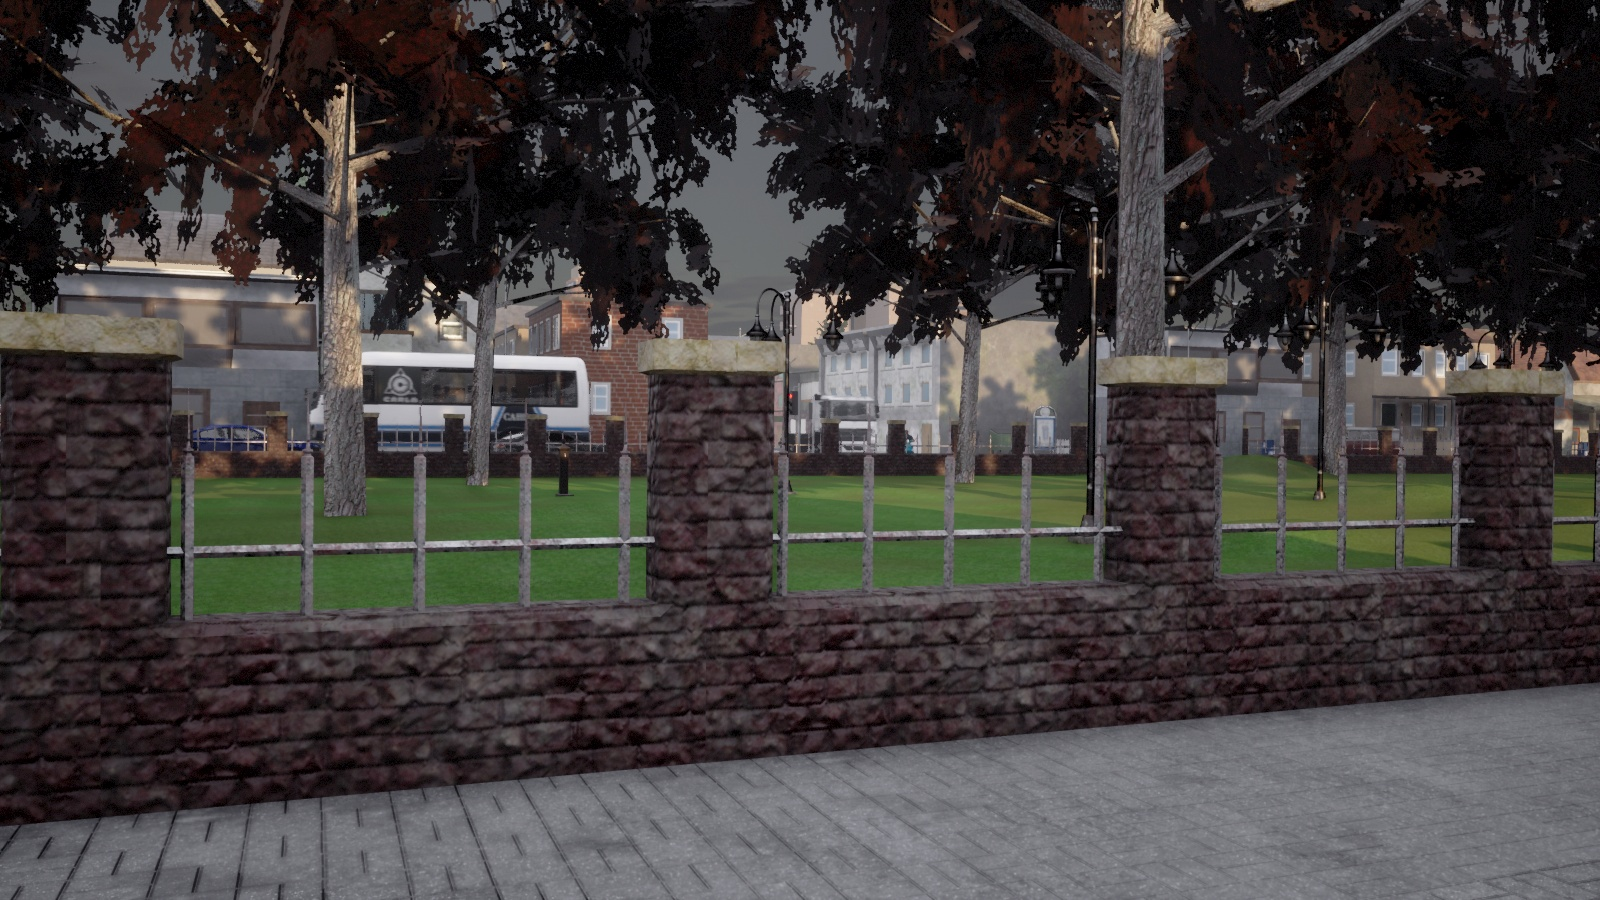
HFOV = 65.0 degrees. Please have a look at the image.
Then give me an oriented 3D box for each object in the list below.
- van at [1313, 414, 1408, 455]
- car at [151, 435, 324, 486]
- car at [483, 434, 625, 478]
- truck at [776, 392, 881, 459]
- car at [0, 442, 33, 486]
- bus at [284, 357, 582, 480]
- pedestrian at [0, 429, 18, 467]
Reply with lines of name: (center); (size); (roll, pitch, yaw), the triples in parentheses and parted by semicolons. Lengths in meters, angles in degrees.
van: (28.271, -0.785, 63.343); (4.442, 1.987, 1.775); (-1, 1, -21)
car: (-18.238, 0.307, 40.900); (5.008, 1.535, 1.882); (-1, 1, -24)
car: (-8.734, 0.192, 44.624); (4.674, 1.442, 1.812); (-1, 1, -24)
truck: (1.412, -1.317, 68.690); (2.891, 3.462, 7.936); (-1, 1, -21)
car: (-28.543, 0.482, 41.316); (5.357, 1.411, 2.033); (-1, 1, -21)
bus: (-13.669, -1.197, 47.071); (10.273, 4.253, 3.944); (-1, 1, -20)
pedestrian: (-40.033, -0.093, 63.508); (0.563, 1.883, 0.849); (-1, 1, -14)
